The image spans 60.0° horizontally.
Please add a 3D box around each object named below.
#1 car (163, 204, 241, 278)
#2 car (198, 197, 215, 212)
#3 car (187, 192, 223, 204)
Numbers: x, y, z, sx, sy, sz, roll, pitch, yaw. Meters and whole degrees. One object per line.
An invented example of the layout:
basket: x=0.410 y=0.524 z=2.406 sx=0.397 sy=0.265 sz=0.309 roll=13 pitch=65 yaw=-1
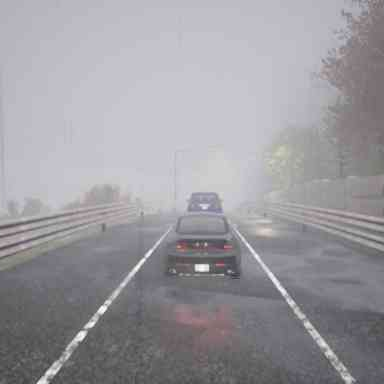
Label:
car: x=0.292 y=1.326 z=9.504 sx=1.837 sy=1.490 sz=4.892 roll=0 pitch=1 yaw=2
car: x=2.154 y=1.826 z=47.362 sx=2.150 sy=2.045 sz=5.566 roll=0 pitch=-3 yaw=5
car: x=0.820 y=1.011 z=21.640 sx=2.150 sy=2.045 sz=5.566 roll=0 pitch=0 yaw=2
